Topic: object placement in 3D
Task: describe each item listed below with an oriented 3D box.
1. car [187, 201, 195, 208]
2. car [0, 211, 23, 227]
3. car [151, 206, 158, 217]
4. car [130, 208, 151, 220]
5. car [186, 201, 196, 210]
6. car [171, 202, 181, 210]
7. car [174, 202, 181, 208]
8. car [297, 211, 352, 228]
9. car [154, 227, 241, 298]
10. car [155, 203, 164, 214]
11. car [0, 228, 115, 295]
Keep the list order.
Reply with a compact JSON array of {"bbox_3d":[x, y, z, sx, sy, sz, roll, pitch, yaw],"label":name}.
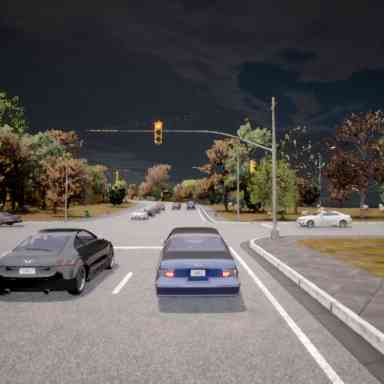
[{"bbox_3d":[-0.354,3.220,87.929,1.882,1.535,5.008,0,0,-4],"label":"car"},{"bbox_3d":[-18.711,2.502,31.183,5.357,1.411,2.033,0,-3,10],"label":"car"},{"bbox_3d":[-7.251,3.456,55.192,1.895,1.301,4.718,0,-1,0],"label":"car"},{"bbox_3d":[-7.241,3.133,46.172,1.812,1.442,4.674,0,-2,0],"label":"car"},{"bbox_3d":[-0.229,3.290,77.750,2.097,1.767,4.553,0,0,0],"label":"car"},{"bbox_3d":[-3.731,3.465,78.210,1.812,1.442,4.674,0,0,0],"label":"car"},{"bbox_3d":[-3.878,3.405,88.186,1.837,1.490,4.892,0,0,-4],"label":"car"},{"bbox_3d":[11.743,2.408,29.591,4.674,1.442,1.812,0,-3,-1],"label":"car"},{"bbox_3d":[0.066,1.644,8.869,2.033,1.411,5.357,0,-1,-1],"label":"car"},{"bbox_3d":[-7.228,3.519,64.939,2.033,1.411,5.357,0,0,0],"label":"car"},{"bbox_3d":[-3.447,1.663,8.976,1.994,1.385,4.181,0,-1,0],"label":"car"}]
